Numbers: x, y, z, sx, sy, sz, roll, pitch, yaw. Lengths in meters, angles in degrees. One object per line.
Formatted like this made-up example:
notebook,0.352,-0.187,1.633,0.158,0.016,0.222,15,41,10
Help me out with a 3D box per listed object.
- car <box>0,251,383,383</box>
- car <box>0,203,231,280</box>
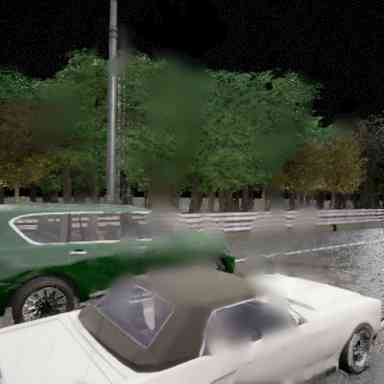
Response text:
car,0.350,1.638,3.997,4.718,1.301,1.895,1,-1,-36
car,-1.637,1.259,6.895,5.566,2.045,2.150,1,-1,-36
